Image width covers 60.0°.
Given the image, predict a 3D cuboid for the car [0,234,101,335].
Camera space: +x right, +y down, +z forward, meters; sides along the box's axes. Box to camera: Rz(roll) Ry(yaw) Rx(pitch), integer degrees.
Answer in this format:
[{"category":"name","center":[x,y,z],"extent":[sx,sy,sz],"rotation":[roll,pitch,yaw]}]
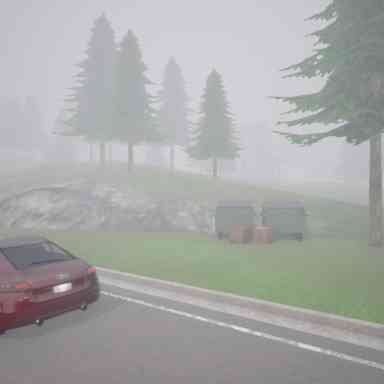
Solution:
[{"category":"car","center":[-3.777,1.564,6.687],"extent":[4.181,1.385,1.994],"rotation":[0,0,36]}]
